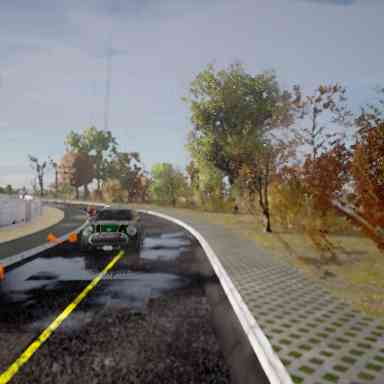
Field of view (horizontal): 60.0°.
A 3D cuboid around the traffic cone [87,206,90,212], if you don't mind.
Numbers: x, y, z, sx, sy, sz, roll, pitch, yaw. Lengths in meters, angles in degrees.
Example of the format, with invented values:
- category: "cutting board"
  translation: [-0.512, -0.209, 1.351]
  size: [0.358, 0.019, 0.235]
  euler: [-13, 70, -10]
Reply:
- category: "traffic cone"
  translation: [-11.894, 1.944, 38.280]
  size: [0.340, 0.580, 0.340]
  euler: [0, 1, -27]

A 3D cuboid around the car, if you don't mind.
- category: "car"
  translation: [-3.186, 1.425, 14.118]
  size: [2.097, 1.767, 4.553]
  euler: [0, 0, -5]
